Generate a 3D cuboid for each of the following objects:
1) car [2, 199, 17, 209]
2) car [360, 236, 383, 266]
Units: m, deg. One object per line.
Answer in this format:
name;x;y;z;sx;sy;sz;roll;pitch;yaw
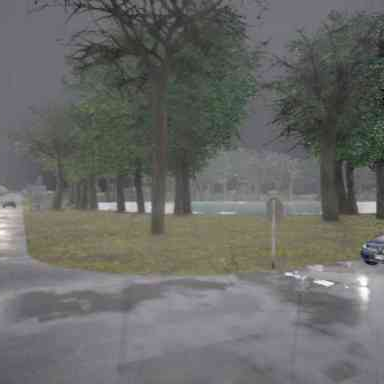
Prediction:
car;-29.498;1.880;53.857;1.837;1.490;4.892;2;-1;-27
car;7.917;1.785;11.463;4.674;1.442;1.812;0;-2;-27
